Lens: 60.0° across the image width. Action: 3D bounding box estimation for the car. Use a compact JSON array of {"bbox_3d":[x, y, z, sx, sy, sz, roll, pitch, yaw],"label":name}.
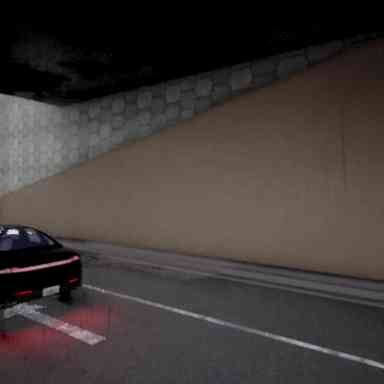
[{"bbox_3d":[-4.368,1.445,7.068,4.902,1.511,2.128,1,0,35],"label":"car"}]
